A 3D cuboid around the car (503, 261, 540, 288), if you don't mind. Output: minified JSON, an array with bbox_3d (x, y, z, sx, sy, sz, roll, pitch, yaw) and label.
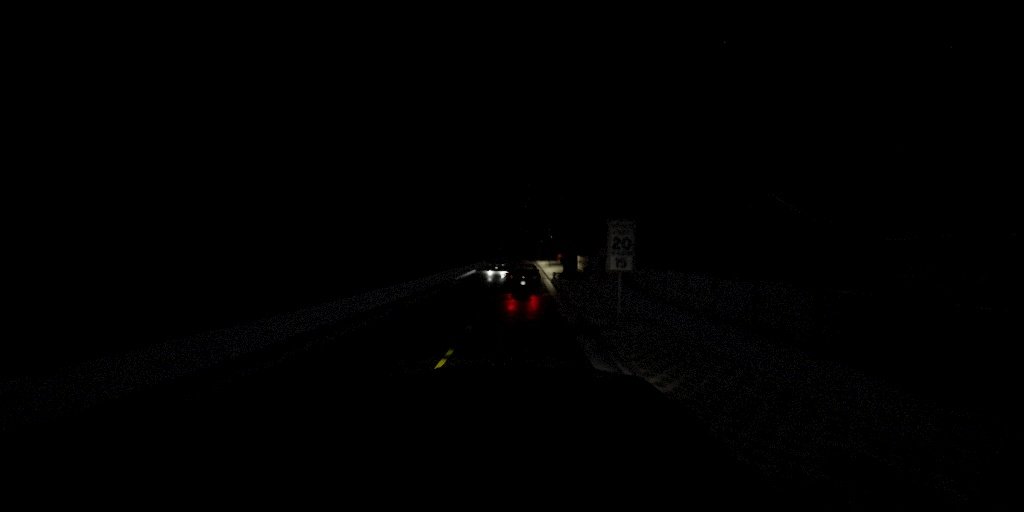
[{"bbox_3d":[0.712,1.154,21.873,1.895,1.301,4.718,2,1,2],"label":"car"}]

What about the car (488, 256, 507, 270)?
[{"bbox_3d":[-1.411,0.736,37.843,2.033,1.411,5.357,2,1,2],"label":"car"}]
